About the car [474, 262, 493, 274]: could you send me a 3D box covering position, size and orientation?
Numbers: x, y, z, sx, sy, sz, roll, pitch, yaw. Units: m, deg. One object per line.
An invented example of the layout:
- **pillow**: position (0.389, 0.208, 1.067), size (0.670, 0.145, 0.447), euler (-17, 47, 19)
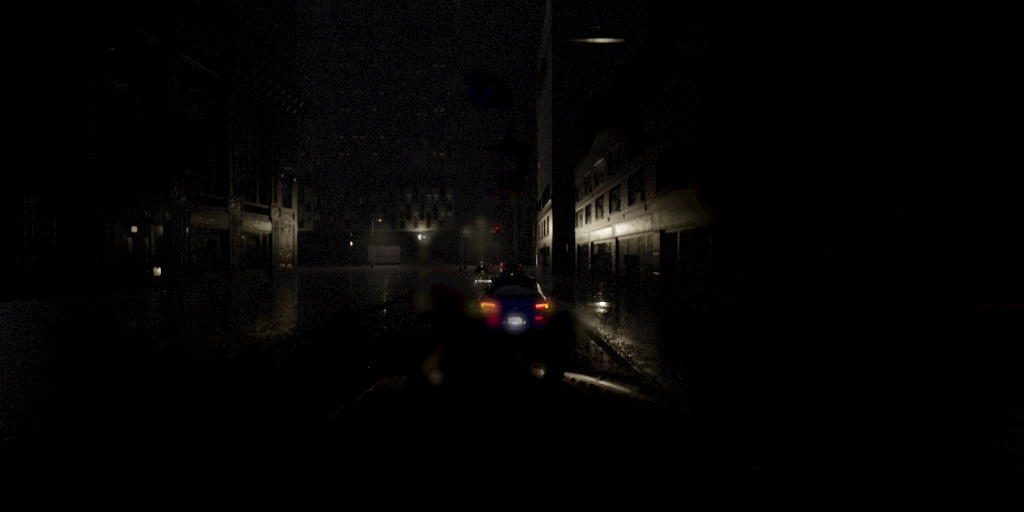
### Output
- **car**: position (-3.165, 1.361, 40.566), size (1.895, 1.301, 4.718), euler (0, 0, 0)

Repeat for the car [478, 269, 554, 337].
- **car**: position (0.082, 1.278, 10.183), size (1.812, 1.442, 4.674), euler (0, 0, 0)

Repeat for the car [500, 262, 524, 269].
- **car**: position (0.028, 1.250, 31.201), size (2.128, 1.511, 4.902), euler (0, 0, 0)
